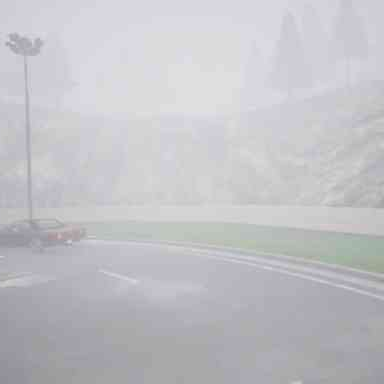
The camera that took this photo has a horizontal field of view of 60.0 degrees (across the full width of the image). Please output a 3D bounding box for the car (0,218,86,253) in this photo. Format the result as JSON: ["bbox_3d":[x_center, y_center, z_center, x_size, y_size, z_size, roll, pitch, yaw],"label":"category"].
[{"bbox_3d":[-7.102,1.817,14.512,4.718,1.301,1.895,-2,0,22],"label":"car"}]
